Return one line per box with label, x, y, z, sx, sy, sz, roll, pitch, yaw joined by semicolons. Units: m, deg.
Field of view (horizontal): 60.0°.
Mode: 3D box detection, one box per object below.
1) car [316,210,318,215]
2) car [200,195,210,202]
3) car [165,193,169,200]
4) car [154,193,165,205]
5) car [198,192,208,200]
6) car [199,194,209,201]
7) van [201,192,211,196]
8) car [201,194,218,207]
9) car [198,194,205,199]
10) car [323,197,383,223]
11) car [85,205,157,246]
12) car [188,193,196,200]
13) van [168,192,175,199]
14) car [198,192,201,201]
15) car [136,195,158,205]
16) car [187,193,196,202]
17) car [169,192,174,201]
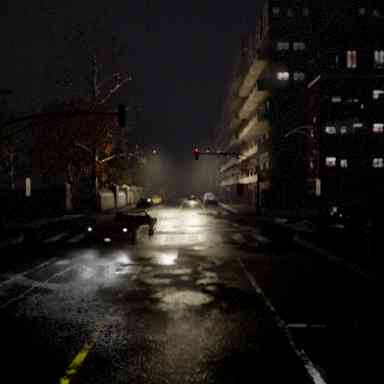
car;13.454;1.462;28.688;5.009;1.841;2.192;1;-1;-1
car;2.662;1.260;69.156;2.008;1.369;4.403;0;0;0
car;-5.712;1.062;57.891;2.192;1.841;5.009;0;0;0
car;-5.709;1.294;52.092;1.752;1.417;4.829;0;0;0
car;2.658;0.988;80.415;2.192;1.841;5.009;0;0;0
car;2.660;1.235;74.786;1.887;1.381;4.507;0;0;0
van;2.671;1.109;52.265;1.690;1.788;3.998;0;0;0
car;2.673;1.334;46.635;1.887;1.381;4.507;0;0;0
car;2.652;1.186;91.676;1.887;1.381;4.507;0;0;0
car;13.730;1.375;26.070;5.566;2.045;2.150;1;0;-1
car;-3.008;1.511;15.041;1.895;1.301;4.718;0;1;8
car;-0.034;1.051;80.138;1.837;1.490;4.892;0;0;0
van;-5.728;0.982;91.672;1.690;1.788;3.998;0;0;0
car;2.666;1.168;63.526;1.967;1.590;4.097;0;0;0
car;-5.705;1.378;41.001;1.947;1.339;4.313;0;0;0
car;-0.030;1.245;69.720;2.033;1.411;5.357;0;0;0
car;-5.720;1.131;74.783;1.967;1.590;4.097;0;0;0
